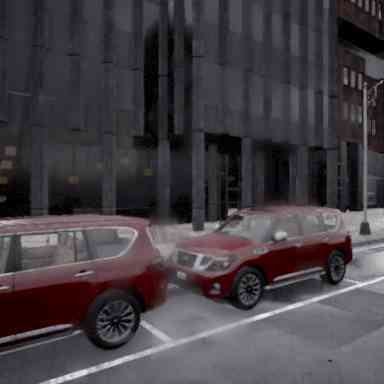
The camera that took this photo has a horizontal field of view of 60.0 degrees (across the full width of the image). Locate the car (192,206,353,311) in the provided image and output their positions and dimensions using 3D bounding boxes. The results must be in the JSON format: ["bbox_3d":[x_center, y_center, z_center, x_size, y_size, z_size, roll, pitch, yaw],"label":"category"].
[{"bbox_3d":[1.848,1.308,7.964,5.009,1.841,2.192,0,0,-35],"label":"car"}]

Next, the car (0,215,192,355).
[{"bbox_3d":[-2.718,1.315,4.708,5.009,1.841,2.192,0,0,-35],"label":"car"}]
